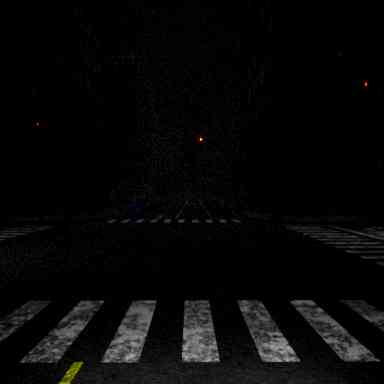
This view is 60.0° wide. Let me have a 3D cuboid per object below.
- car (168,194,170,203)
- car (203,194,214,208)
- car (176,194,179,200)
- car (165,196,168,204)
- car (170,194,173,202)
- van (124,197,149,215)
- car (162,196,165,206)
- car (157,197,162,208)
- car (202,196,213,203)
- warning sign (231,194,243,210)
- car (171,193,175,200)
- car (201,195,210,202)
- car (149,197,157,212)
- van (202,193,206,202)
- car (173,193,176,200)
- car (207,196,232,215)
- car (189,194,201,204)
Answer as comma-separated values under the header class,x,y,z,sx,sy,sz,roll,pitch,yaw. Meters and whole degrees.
class,x,y,z,sx,sy,sz,roll,pitch,yaw
car,-5.528,1.526,61.627,1.752,1.417,4.829,0,0,0
car,2.906,1.443,44.749,1.967,1.590,4.097,0,0,0
car,-5.373,1.306,90.138,2.192,1.841,5.009,0,0,0
car,-5.558,1.568,56.129,1.947,1.339,4.313,0,0,0
car,-5.496,1.566,67.465,1.947,1.339,4.313,0,0,0
van,-5.681,1.343,33.456,1.690,1.788,3.998,0,0,0
car,-5.589,1.584,50.460,1.802,1.307,4.206,0,0,0
car,-5.619,1.568,44.792,1.947,1.339,4.313,0,0,0
car,3.030,1.551,67.427,2.008,1.369,4.403,0,0,0
warning sign,5.278,1.118,39.392,1.300,1.860,1.060,0,0,0
car,-5.465,1.543,73.133,1.887,1.381,4.507,0,0,0
car,3.091,1.436,78.765,1.967,1.590,4.097,0,0,0
car,-5.650,1.442,39.124,1.967,1.590,4.097,0,0,0
van,2.968,1.343,56.088,1.690,1.788,3.998,0,0,0
car,-5.435,1.521,78.631,1.752,1.417,4.829,0,0,0
car,2.845,1.442,33.411,1.967,1.590,4.097,0,0,0
car,0.344,1.565,63.785,1.994,1.385,4.181,0,0,0
